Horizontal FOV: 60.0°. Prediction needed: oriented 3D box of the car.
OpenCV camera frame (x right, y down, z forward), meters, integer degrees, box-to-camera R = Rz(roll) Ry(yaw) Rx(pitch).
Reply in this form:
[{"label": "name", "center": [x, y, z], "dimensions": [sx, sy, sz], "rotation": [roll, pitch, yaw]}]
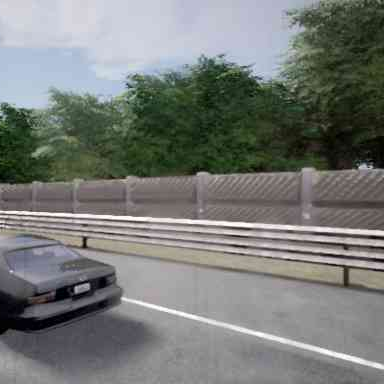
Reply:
[{"label": "car", "center": [-3.767, 1.577, 6.679], "dimensions": [5.357, 1.411, 2.033], "rotation": [-1, 0, 35]}]
